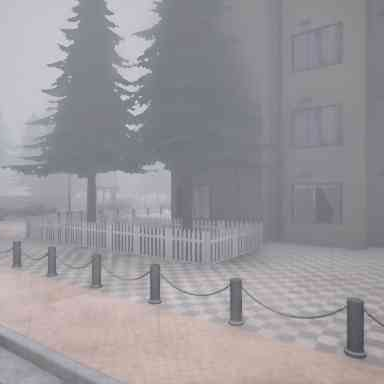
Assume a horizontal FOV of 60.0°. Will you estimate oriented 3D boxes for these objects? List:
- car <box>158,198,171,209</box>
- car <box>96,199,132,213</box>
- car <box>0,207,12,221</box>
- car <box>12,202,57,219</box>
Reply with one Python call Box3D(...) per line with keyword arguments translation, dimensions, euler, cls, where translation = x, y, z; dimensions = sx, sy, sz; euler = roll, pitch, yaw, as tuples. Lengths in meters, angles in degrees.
Box3D(translation=(-2.486, 1.510, 44.461), dimensions=(1.812, 1.442, 4.674), euler=(0, 0, 37), cls="car")
Box3D(translation=(-8.727, 1.476, 36.233), dimensions=(2.128, 1.511, 4.902), euler=(0, 0, 37), cls="car")
Box3D(translation=(-15.146, 1.532, 21.594), dimensions=(2.033, 1.411, 5.357), euler=(0, 0, 37), cls="car")
Box3D(translation=(-14.354, 1.585, 28.786), dimensions=(1.895, 1.301, 4.718), euler=(0, 0, 37), cls="car")
